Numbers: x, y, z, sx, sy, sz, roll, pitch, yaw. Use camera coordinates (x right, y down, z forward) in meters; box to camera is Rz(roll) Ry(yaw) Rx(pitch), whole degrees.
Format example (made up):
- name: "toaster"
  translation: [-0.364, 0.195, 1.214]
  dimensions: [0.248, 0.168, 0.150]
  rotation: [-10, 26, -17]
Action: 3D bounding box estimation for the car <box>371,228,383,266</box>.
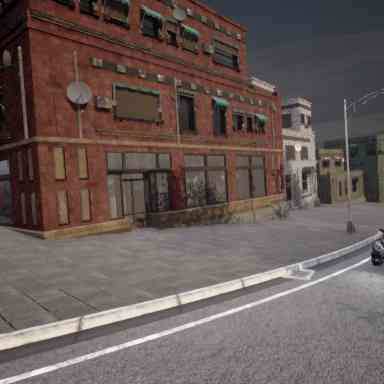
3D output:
- name: "car"
  translation: [7.420, 1.586, 10.976]
  dimensions: [1.812, 1.442, 4.674]
  rotation: [-1, -1, 42]
